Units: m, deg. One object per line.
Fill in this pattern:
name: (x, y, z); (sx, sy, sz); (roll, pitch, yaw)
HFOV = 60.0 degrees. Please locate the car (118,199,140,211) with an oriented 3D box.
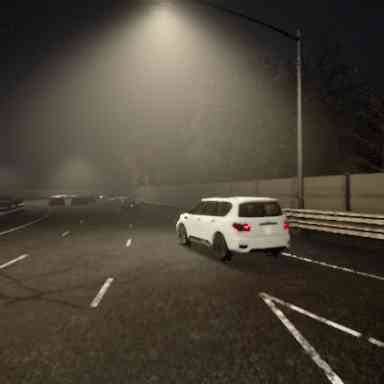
car: (-7.594, 1.543, 39.847); (1.994, 1.385, 4.181); (0, 0, -21)

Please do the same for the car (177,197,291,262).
car: (1.257, 1.190, 12.360); (2.150, 2.045, 5.566); (-1, 0, -22)

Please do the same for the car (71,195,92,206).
car: (-18.766, 1.505, 55.360); (1.882, 1.535, 5.008); (0, 0, -32)

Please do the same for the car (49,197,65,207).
car: (-21.775, 1.529, 53.572); (1.882, 1.535, 5.008); (0, 0, -32)

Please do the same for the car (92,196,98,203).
car: (-21.125, 1.377, 67.328); (2.097, 1.767, 4.553); (0, 0, -28)
